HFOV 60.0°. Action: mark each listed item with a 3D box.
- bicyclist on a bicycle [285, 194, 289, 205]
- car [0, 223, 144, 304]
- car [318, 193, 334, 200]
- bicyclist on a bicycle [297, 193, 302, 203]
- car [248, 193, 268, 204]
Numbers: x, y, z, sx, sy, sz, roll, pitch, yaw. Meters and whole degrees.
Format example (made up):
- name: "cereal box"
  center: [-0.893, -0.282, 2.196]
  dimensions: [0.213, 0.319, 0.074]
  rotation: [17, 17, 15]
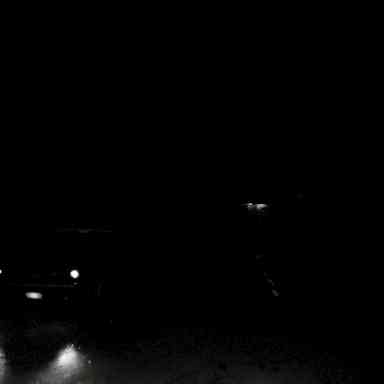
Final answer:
- name: "bicyclist on a bicycle"
  center: [13.820, 1.063, 48.551]
  dimensions: [0.582, 1.620, 1.656]
  rotation: [3, 1, 29]
- name: "car"
  center: [-2.601, 1.504, 8.093]
  dimensions: [1.895, 1.301, 4.718]
  rotation: [0, 1, 5]
- name: "car"
  center: [28.001, 0.853, 69.435]
  dimensions: [1.882, 1.535, 5.008]
  rotation: [4, 4, 44]
- name: "bicyclist on a bicycle"
  center: [17.812, 0.991, 55.144]
  dimensions: [0.866, 1.612, 1.509]
  rotation: [3, 2, 34]
- name: "car"
  center: [9.935, 0.972, 49.458]
  dimensions: [1.837, 1.490, 4.892]
  rotation: [2, 1, 29]
